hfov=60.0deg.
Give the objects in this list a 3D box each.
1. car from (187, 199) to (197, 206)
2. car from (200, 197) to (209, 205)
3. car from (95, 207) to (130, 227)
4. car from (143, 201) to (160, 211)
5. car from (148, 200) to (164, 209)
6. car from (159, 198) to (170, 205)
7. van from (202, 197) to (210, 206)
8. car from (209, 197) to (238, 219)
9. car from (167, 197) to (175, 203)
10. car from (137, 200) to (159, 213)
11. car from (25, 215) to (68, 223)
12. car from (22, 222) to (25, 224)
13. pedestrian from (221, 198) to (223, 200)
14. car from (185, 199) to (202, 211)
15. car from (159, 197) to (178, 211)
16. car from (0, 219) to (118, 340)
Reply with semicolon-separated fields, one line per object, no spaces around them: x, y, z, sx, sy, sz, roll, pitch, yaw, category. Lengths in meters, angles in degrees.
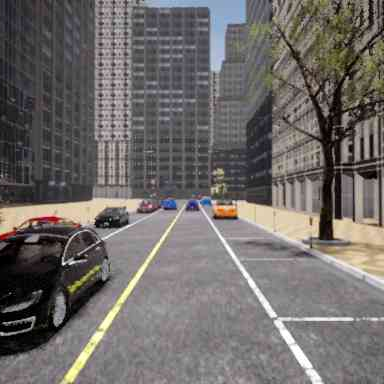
0.071;2.048;64.714;1.895;1.301;4.718;0;0;0;car
2.782;1.955;74.851;1.967;1.590;4.097;1;0;0;car
-5.656;1.735;24.084;1.947;1.339;4.313;1;0;0;car
-5.631;1.906;46.655;1.802;1.307;4.206;1;0;0;car
-5.625;1.928;52.298;1.947;1.339;4.313;1;0;0;car
-5.607;2.042;69.225;1.947;1.339;4.313;1;0;0;car
2.771;1.781;63.569;1.690;1.788;3.998;1;0;0;van
3.034;1.571;31.307;2.097;1.767;4.553;0;0;0;car
-5.711;2.176;91.794;2.008;1.369;4.403;1;0;0;car
-5.636;1.725;41.014;1.967;1.590;4.097;1;0;0;car
-5.668;1.635;12.800;1.887;1.381;4.507;1;0;0;car
-5.674;1.575;6.987;1.752;1.417;4.829;1;0;0;car
3.038;1.533;34.122;0.375;1.860;0.375;1;-1;0;pedestrian
0.072;1.853;46.994;1.812;1.442;4.674;0;0;1;car
-3.036;1.801;46.584;1.882;1.535;5.008;0;0;0;car
-3.092;1.555;6.979;1.837;1.490;4.892;0;0;0;car
